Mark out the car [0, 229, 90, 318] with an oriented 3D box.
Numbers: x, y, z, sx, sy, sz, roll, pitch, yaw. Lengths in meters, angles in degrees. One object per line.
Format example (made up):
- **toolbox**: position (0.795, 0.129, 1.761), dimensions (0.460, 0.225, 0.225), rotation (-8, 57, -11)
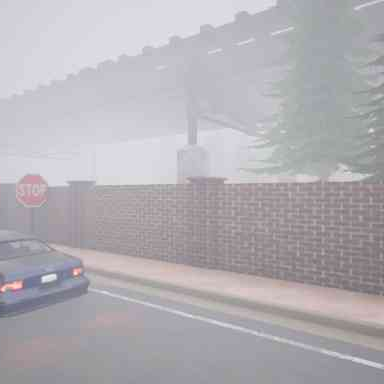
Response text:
- **car**: position (-4.519, 1.547, 7.221), dimensions (5.357, 1.411, 2.033), rotation (0, 0, 35)
